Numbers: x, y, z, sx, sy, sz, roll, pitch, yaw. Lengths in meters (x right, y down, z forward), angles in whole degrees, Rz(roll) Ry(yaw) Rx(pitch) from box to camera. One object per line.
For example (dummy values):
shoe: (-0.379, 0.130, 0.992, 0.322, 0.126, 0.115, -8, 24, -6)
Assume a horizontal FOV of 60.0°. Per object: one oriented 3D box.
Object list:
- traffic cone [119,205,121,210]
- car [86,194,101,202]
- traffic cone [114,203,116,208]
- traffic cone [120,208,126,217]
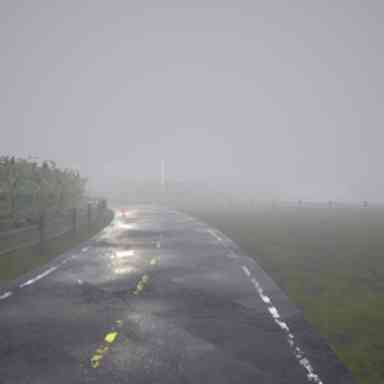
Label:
traffic cone: (-6.823, 1.789, 32.851, 0.340, 0.580, 0.340, 0, 0, -14)
car: (-19.233, 1.156, 65.407, 2.033, 1.411, 5.357, 0, 0, -34)
traffic cone: (-9.707, 1.728, 42.169, 0.340, 0.580, 0.340, 0, 0, -20)
traffic cone: (-5.726, 1.817, 28.097, 0.340, 0.580, 0.340, 0, 0, -12)
